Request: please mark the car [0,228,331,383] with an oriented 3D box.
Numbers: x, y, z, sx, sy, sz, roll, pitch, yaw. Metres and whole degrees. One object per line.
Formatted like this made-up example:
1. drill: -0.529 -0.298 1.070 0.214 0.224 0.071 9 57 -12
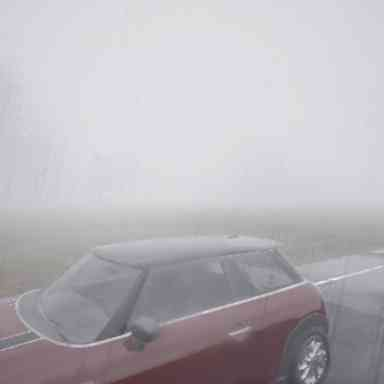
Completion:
1. car: -0.569 1.356 3.587 4.553 1.767 2.097 0 0 -35
